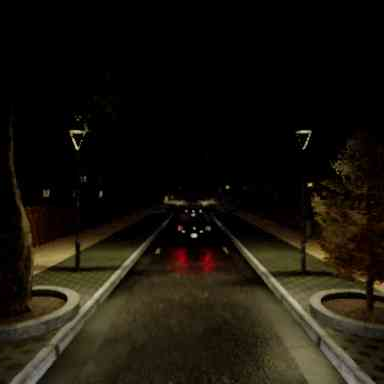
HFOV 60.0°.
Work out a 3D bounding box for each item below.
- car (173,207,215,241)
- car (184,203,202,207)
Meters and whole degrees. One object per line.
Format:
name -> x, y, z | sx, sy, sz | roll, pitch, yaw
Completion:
car -> 0.103, 1.636, 16.856 | 1.895, 1.301, 4.718 | 0, 0, 0
car -> 0.092, 1.673, 30.009 | 1.895, 1.301, 4.718 | 0, 0, -1
